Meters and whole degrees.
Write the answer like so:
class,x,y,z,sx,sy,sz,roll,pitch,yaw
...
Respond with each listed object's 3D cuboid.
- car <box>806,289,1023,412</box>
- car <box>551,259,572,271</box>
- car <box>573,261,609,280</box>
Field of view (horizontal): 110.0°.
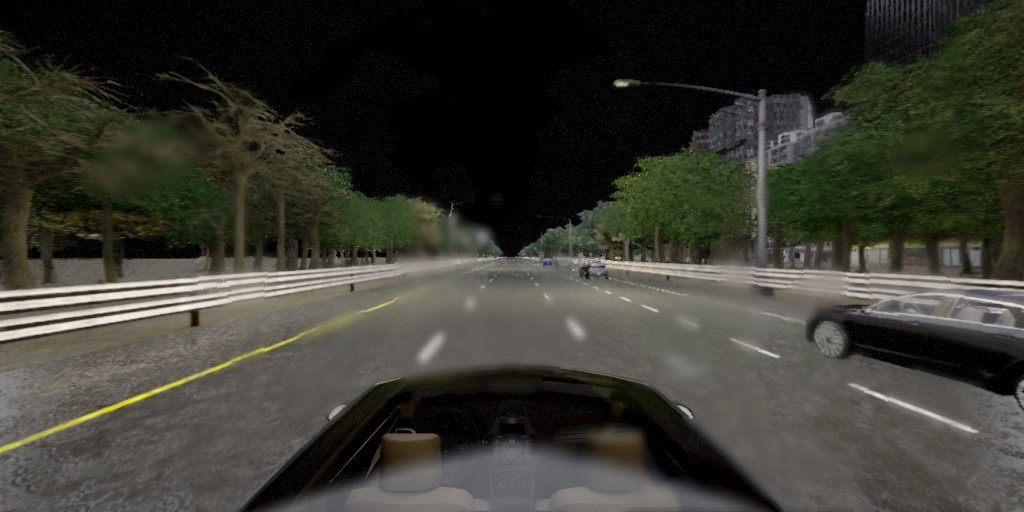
class,x,y,z,sx,sy,sz,roll,pitch,yaw
car,7.001,1.244,5.423,2.128,1.511,4.902,0,0,0
car,7.053,1.253,49.382,2.128,1.511,4.902,0,0,0
car,7.031,1.250,31.380,2.128,1.511,4.902,0,0,0
